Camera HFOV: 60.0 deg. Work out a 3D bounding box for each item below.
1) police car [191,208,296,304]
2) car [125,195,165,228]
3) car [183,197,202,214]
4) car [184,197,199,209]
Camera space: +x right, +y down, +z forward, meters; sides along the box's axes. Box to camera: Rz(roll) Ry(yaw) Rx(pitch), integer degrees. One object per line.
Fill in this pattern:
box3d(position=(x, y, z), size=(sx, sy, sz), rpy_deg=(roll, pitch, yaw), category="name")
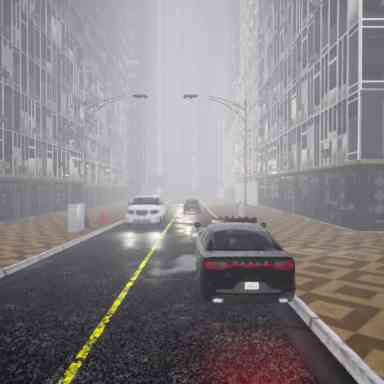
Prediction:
box3d(position=(1.035, 1.425, 8.358), size=(1.930, 1.638, 5.238), rpy_deg=(0, 0, 0), category="police car")
box3d(position=(-3.042, 1.224, 22.803), size=(2.150, 2.045, 5.566), rpy_deg=(0, 0, 0), category="car")
box3d(position=(0.008, 1.513, 36.215), size=(1.837, 1.490, 4.892), rpy_deg=(0, 0, 0), category="car")
box3d(position=(-0.057, 1.493, 46.555), size=(1.882, 1.535, 5.008), rpy_deg=(0, 0, 0), category="car")
